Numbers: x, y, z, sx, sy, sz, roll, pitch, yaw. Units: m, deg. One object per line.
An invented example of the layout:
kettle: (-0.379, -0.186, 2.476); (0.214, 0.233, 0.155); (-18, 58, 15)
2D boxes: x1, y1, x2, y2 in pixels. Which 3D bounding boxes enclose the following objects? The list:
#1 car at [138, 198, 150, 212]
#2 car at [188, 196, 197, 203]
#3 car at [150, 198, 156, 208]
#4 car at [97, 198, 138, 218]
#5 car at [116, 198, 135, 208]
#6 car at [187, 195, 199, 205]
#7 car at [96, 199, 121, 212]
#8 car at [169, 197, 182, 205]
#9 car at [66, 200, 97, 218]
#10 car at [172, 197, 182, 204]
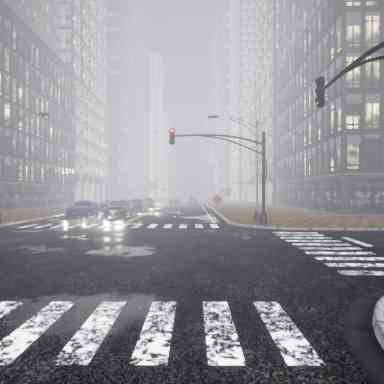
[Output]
car: (-6.599, 1.521, 39.653); (1.882, 1.535, 5.008); (0, 0, 0)
car: (0.068, 1.622, 71.352); (1.882, 1.535, 5.008); (0, 0, 0)
car: (-6.593, 1.594, 49.700); (1.812, 1.442, 4.674); (0, 0, 0)
car: (-6.600, 1.517, 30.125); (2.128, 1.511, 4.902); (0, 0, 0)
car: (-9.839, 1.631, 49.432); (1.994, 1.385, 4.181); (0, 0, 0)
car: (0.105, 1.631, 61.505); (1.812, 1.442, 4.674); (0, 0, 0)
car: (-9.848, 1.607, 39.508); (1.994, 1.385, 4.181); (0, 0, 0)
car: (-3.150, 1.592, 60.003); (2.128, 1.511, 4.902); (0, 0, 0)
car: (-9.853, 1.503, 30.374); (1.882, 1.535, 5.008); (0, 0, 0)
car: (-3.181, 1.703, 70.331); (1.994, 1.385, 4.181); (0, 0, 0)
